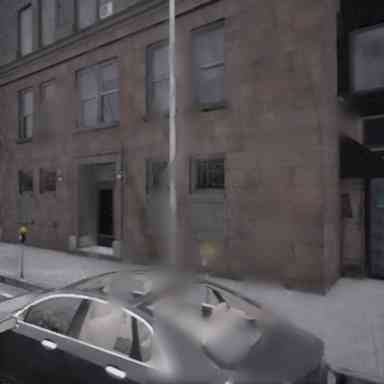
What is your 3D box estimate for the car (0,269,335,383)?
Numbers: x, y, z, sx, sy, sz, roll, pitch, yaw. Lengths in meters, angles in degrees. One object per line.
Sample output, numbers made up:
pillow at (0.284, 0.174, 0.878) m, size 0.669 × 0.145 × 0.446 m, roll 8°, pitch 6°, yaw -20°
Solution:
car at (-0.818, 1.570, 3.661) m, size 4.403 × 1.369 × 2.008 m, roll -1°, pitch 0°, yaw 36°
